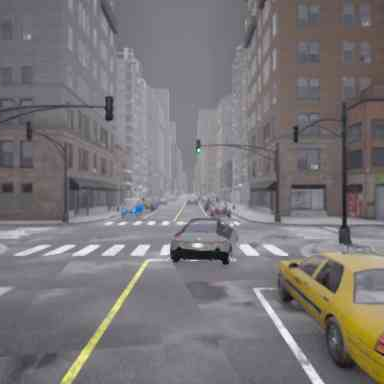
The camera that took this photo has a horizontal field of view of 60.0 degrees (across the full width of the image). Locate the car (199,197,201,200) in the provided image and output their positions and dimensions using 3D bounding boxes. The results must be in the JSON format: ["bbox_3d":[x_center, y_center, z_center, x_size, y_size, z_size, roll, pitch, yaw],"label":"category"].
[{"bbox_3d":[2.677,1.845,54.958,2.008,1.369,4.403,0,0,0],"label":"car"}]

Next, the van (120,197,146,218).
[{"bbox_3d":[-5.853,1.525,32.603,1.690,1.788,3.998,0,0,0],"label":"van"}]

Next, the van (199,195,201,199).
[{"bbox_3d":[2.678,1.659,60.545,1.690,1.788,3.998,0,0,0],"label":"van"}]

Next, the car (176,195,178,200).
[{"bbox_3d":[-5.843,2.007,94.049,1.947,1.339,4.313,0,0,0],"label":"car"}]

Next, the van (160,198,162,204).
[{"bbox_3d":[-5.850,1.611,49.361,1.690,1.788,3.998,0,0,0],"label":"van"}]

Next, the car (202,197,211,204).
[{"bbox_3d":[3.155,1.878,75.441,1.837,1.490,4.892,0,0,0],"label":"car"}]

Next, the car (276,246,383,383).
[{"bbox_3d":[2.669,1.557,5.593,1.752,1.417,4.829,0,0,0],"label":"car"}]

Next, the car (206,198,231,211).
[{"bbox_3d":[2.673,1.624,32.619,1.967,1.590,4.097,0,0,0],"label":"car"}]

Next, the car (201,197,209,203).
[{"bbox_3d":[3.159,1.925,82.441,1.812,1.442,4.674,0,0,0],"label":"car"}]

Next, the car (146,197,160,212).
[{"bbox_3d":[-5.851,1.557,43.776,2.192,1.841,5.009,0,0,0],"label":"car"}]

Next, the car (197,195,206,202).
[{"bbox_3d":[2.683,1.756,94.054,2.192,1.841,5.009,0,0,0],"label":"car"}]

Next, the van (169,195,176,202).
[{"bbox_3d":[-5.844,1.763,88.464,1.690,1.788,3.998,0,0,0],"label":"van"}]

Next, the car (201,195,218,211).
[{"bbox_3d":[2.675,1.557,43.790,2.192,1.841,5.009,0,0,0],"label":"car"}]

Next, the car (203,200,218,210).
[{"bbox_3d":[2.676,1.835,49.373,1.947,1.339,4.313,0,0,0],"label":"car"}]

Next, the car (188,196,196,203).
[{"bbox_3d":[0.010,1.724,73.618,1.812,1.442,4.674,0,0,0],"label":"car"}]

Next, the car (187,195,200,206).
[{"bbox_3d":[0.053,1.678,62.696,2.097,1.767,4.553,0,0,0],"label":"car"}]

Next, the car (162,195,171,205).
[{"bbox_3d":[-5.847,1.885,66.119,1.887,1.381,4.507,0,0,0],"label":"car"}]

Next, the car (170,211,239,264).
[{"bbox_3d":[0.578,1.634,12.276,1.994,1.385,4.181,0,0,11],"label":"car"}]
